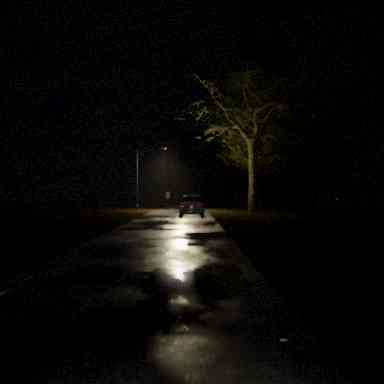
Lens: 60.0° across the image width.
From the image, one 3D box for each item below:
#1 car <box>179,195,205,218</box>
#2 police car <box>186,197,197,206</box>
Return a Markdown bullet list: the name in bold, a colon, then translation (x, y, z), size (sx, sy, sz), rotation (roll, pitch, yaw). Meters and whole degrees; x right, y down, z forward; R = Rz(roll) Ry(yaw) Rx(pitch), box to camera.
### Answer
- **car**: translation (-0.015, 1.300, 30.395), size (2.150, 2.045, 5.566), rotation (0, 0, 0)
- **police car**: translation (-0.054, 1.786, 60.098), size (1.930, 1.638, 5.238), rotation (0, -3, 0)
